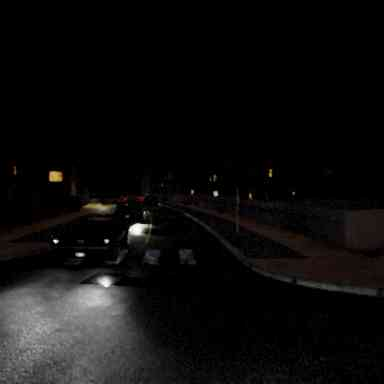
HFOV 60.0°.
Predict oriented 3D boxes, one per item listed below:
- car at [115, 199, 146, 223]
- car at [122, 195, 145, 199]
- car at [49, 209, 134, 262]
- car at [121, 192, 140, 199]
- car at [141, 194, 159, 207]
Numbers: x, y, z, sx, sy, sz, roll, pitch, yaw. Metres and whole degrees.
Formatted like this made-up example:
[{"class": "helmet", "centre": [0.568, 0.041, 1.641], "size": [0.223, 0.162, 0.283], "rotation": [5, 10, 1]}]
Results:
[{"class": "car", "centre": [-4.495, 1.412, 23.917], "size": [1.994, 1.385, 4.181], "rotation": [0, 0, -7]}, {"class": "car", "centre": [-6.626, 1.334, 37.449], "size": [1.812, 1.442, 4.674], "rotation": [0, 0, -11]}, {"class": "car", "centre": [-3.359, 1.494, 11.794], "size": [1.895, 1.301, 4.718], "rotation": [1, 0, -4]}, {"class": "car", "centre": [-9.942, 1.098, 52.404], "size": [2.150, 2.045, 5.566], "rotation": [0, 0, -15]}, {"class": "car", "centre": [-5.975, 1.323, 48.072], "size": [1.812, 1.442, 4.674], "rotation": [0, 0, -14]}]
